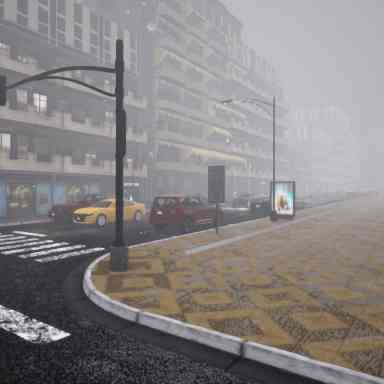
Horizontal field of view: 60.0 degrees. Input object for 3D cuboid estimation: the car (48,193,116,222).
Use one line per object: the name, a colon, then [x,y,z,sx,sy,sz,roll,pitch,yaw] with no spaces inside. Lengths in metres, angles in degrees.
car: [-7.076,1.010,22.469,2.192,1.841,5.009,1,2,35]

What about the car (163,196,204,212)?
car: [-0.730,1.069,31.572,1.802,1.307,4.206,2,2,35]

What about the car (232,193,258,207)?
car: [6.080,0.842,36.812,1.837,1.490,4.892,0,1,35]

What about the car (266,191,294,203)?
car: [12.084,0.631,45.338,2.128,1.511,4.902,0,1,35]

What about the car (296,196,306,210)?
car: [9.353,0.965,31.376,1.947,1.339,4.313,1,2,35]

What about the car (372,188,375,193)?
car: [37.928,-0.012,72.314,1.887,1.381,4.507,1,2,35]

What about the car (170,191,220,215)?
car: [0.339,0.878,28.601,2.097,1.767,4.553,0,1,35]

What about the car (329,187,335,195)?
car: [31.012,-0.027,77.048,1.887,1.381,4.507,2,2,35]

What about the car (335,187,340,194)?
car: [34.187,-0.240,81.593,1.967,1.590,4.097,2,2,35]

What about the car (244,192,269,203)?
car: [8.792,0.754,45.214,1.802,1.307,4.206,2,2,35]

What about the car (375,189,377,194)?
car: [44.277,-0.221,81.411,2.008,1.369,4.403,1,2,35]

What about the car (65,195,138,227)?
car: [-5.045,1.180,20.880,1.882,1.535,5.008,0,1,34]

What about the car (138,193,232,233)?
car: [-0.170,1.026,17.724,2.192,1.841,5.009,1,2,35]

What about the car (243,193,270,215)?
car: [6.178,1.069,26.827,1.947,1.339,4.313,1,2,35]

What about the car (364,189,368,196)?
car: [31.578,0.098,63.213,1.967,1.590,4.097,1,2,35]

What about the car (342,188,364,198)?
car: [28.403,0.308,58.668,1.887,1.381,4.507,1,2,35]

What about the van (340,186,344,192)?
van: [37.362,-0.446,86.137,1.690,1.788,3.998,2,2,35]

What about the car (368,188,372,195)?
car: [34.753,0.095,67.765,1.887,1.381,4.507,1,2,35]

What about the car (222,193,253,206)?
car: [5.619,0.828,40.667,2.008,1.369,4.403,2,2,35]

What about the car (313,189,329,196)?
car: [27.838,-0.025,72.497,1.967,1.590,4.097,2,2,35]
